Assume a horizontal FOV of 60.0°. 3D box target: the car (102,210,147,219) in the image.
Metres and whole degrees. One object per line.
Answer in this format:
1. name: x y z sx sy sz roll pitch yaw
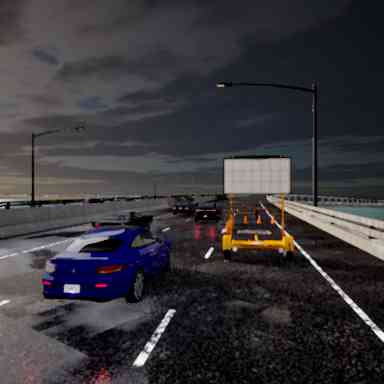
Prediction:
1. car: -3.595 1.658 18.243 1.895 1.301 4.718 0 0 10

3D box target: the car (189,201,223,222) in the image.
1. car: 1.412 1.566 26.692 2.128 1.511 4.902 0 0 10

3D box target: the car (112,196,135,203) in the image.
1. car: -9.300 1.673 47.625 1.812 1.442 4.674 0 0 10

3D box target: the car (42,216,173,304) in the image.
1. car: -1.748 1.552 8.165 1.812 1.442 4.674 0 0 9

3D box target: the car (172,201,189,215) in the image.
1. car: -0.696 1.647 34.973 2.033 1.411 5.357 0 0 10

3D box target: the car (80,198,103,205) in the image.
1. car: -15.643 1.674 51.854 1.837 1.490 4.892 0 0 10

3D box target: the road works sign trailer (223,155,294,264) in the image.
1. road works sign trailer: 2.344 0.496 12.049 2.380 3.560 2.880 0 0 10
